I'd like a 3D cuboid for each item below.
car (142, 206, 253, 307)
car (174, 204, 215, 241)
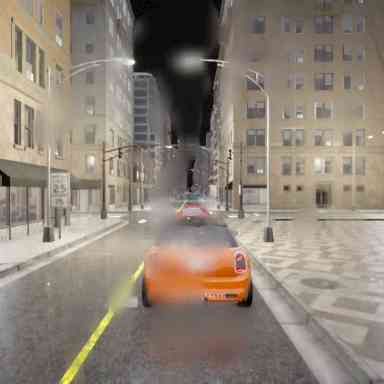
[{"bbox_3d":[0.095,1.352,8.133,2.097,1.767,4.553,0,0,0],"label":"car"},{"bbox_3d":[0.098,1.477,17.734,1.882,1.535,5.008,0,0,0],"label":"car"}]
